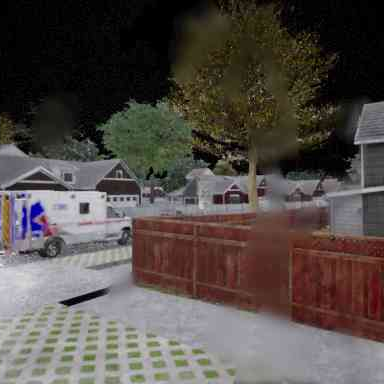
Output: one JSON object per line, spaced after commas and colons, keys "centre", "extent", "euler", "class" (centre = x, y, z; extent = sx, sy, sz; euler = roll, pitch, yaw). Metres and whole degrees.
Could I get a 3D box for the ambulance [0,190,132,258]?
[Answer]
{"centre": [-5.119, 1.229, 13.800], "extent": [2.351, 2.431, 6.366], "euler": [-1, -2, 35], "class": "ambulance"}
